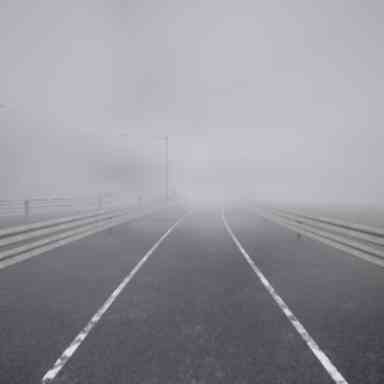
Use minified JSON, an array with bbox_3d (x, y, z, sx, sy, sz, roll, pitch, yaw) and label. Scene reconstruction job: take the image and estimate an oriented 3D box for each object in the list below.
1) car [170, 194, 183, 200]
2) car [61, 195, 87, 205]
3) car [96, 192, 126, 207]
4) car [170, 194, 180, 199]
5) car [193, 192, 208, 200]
[{"bbox_3d":[-4.300,1.373,92.627,1.837,1.490,4.892,0,0,18],"label":"car"},{"bbox_3d":[-17.265,1.250,48.581,1.882,1.535,5.008,0,0,15],"label":"car"},{"bbox_3d":[-10.893,0.980,45.325,2.150,2.045,5.566,0,0,15],"label":"car"},{"bbox_3d":[-3.833,1.443,82.596,1.895,1.301,4.718,0,0,18],"label":"car"},{"bbox_3d":[1.886,1.085,89.010,2.150,2.045,5.566,0,0,18],"label":"car"}]
